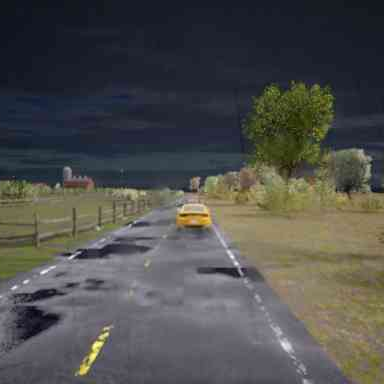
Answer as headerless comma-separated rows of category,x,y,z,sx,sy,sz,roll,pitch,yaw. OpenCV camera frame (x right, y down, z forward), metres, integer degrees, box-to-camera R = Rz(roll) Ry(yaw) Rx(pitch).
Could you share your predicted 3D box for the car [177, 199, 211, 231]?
car,0.102,1.450,20.493,1.882,1.535,5.008,0,0,0
